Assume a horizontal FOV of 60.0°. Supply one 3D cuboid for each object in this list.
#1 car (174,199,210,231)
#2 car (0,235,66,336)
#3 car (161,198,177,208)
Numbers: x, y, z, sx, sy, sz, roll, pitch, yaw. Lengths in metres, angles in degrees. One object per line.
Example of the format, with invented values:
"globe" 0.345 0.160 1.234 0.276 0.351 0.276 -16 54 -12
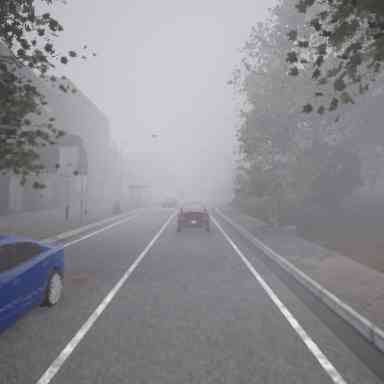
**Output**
"car" 0.086 1.453 20.309 1.882 1.535 5.008 0 0 0
"car" -3.605 1.471 5.065 1.882 1.535 5.008 0 0 0
"car" -3.014 1.506 46.389 2.033 1.411 5.357 0 0 5
